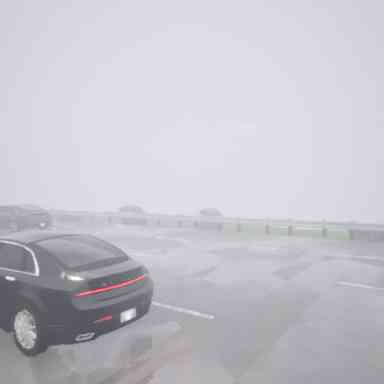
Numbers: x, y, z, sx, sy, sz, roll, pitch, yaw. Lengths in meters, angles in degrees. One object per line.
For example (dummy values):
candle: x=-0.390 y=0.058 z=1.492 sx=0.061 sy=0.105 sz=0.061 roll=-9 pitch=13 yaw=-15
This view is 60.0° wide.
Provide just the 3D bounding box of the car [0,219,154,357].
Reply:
car: x=-2.913 y=1.475 z=6.010 sx=4.892 sy=1.490 sz=1.837 roll=0 pitch=0 yaw=33

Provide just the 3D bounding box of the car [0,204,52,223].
car: x=-9.880 y=1.426 z=18.442 sx=4.892 sy=1.490 sz=1.837 roll=0 pitch=0 yaw=29
